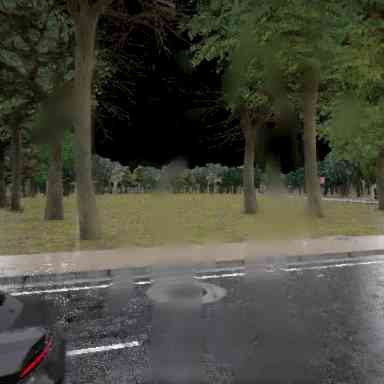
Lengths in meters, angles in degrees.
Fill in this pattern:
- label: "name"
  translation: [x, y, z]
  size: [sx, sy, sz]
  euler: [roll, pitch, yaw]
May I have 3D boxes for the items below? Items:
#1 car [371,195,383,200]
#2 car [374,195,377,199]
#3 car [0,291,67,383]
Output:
- label: "car"
  translation: [44.977, 1.297, 79.667]
  size: [1.895, 1.301, 4.718]
  euler: [0, 0, 5]
- label: "car"
  translation: [40.925, 1.260, 69.823]
  size: [2.128, 1.511, 4.902]
  euler: [0, 0, 5]
- label: "car"
  translation: [-3.521, 1.505, 2.405]
  size: [4.892, 1.490, 1.837]
  euler: [0, 0, -19]
